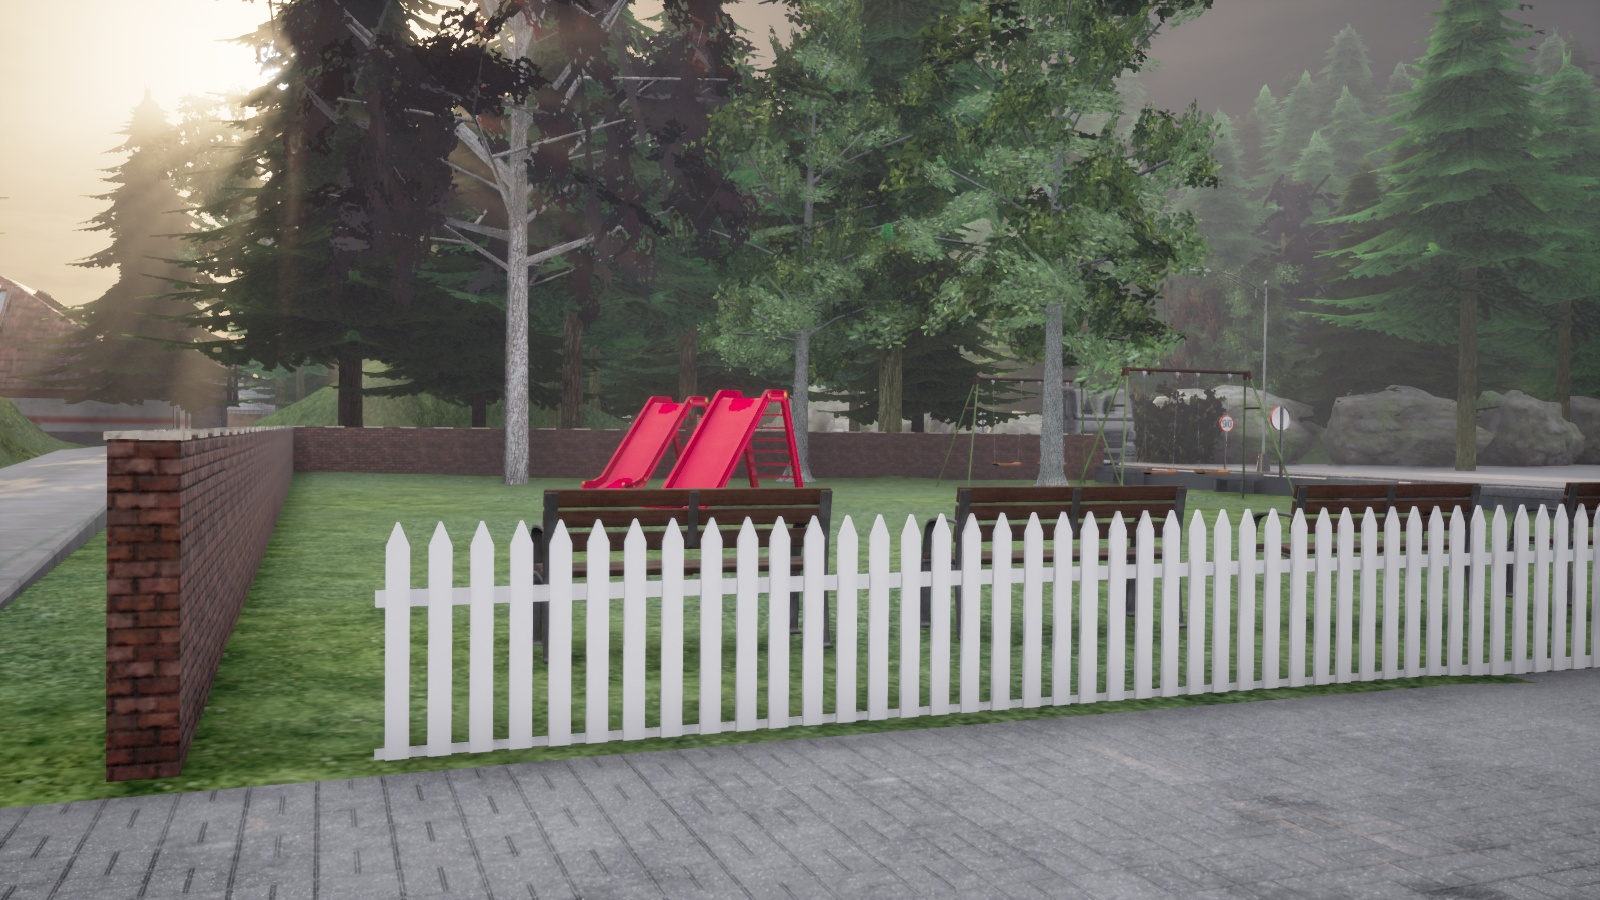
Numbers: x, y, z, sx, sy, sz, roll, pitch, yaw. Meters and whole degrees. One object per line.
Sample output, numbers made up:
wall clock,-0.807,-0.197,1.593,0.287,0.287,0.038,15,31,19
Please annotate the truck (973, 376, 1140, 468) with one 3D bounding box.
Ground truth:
truck,10.336,-1.135,51.602,2.891,3.462,7.936,-1,1,-21
